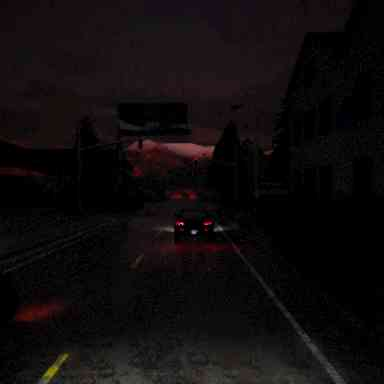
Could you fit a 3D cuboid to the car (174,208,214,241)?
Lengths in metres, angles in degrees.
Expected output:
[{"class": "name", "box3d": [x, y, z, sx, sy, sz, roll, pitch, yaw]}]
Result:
[{"class": "car", "box3d": [0.082, 1.509, 16.398, 1.812, 1.442, 4.674, 0, 0, 0]}]

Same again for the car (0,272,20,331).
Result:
[{"class": "car", "box3d": [-3.592, 1.545, 2.816, 2.033, 1.411, 5.357, 0, 0, 0]}]

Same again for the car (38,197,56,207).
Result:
[{"class": "car", "box3d": [-22.228, 1.622, 53.433, 4.611, 1.667, 2.242, 0, 0, 0]}]
